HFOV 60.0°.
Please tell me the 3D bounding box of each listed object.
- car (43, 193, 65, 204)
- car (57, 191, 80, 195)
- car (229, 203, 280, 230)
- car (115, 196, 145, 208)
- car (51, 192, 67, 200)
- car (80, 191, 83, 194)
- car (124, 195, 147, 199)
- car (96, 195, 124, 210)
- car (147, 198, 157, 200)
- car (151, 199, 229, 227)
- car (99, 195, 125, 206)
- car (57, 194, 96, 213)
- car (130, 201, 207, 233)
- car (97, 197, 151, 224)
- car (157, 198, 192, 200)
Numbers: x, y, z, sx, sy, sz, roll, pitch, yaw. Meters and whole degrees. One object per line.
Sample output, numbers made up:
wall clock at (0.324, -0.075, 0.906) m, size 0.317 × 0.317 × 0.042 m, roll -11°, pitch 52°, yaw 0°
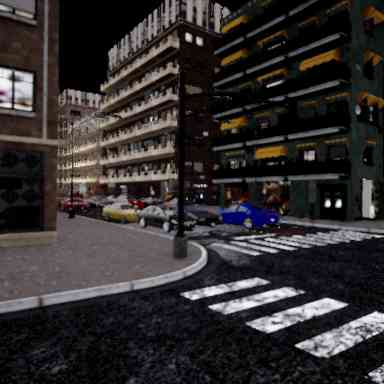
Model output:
car at (-20.438, 0.947, 49.230) m, size 1.882 × 1.535 × 5.008 m, roll 1°, pitch 0°, yaw -36°
car at (-14.594, 0.909, 36.702) m, size 2.192 × 1.841 × 5.009 m, roll 2°, pitch 0°, yaw -36°
car at (3.310, 1.462, 21.413) m, size 1.882 × 1.535 × 5.008 m, roll 0°, pitch 1°, yaw -35°
car at (-7.816, 1.249, 41.620) m, size 2.008 × 1.369 × 4.403 m, roll 2°, pitch 0°, yaw -36°
car at (-27.527, 0.796, 68.589) m, size 2.008 × 1.369 × 4.403 m, roll 2°, pitch 0°, yaw -36°
car at (-20.950, 0.710, 59.600) m, size 2.192 × 1.841 × 5.009 m, roll 2°, pitch 0°, yaw -36°
car at (-7.145, 1.082, 36.126) m, size 2.097 × 1.767 × 4.553 m, roll 1°, pitch 0°, yaw -36°
car at (-9.218, 1.194, 33.715) m, size 2.128 × 1.511 × 4.902 m, roll 1°, pitch 0°, yaw -36°
car at (-4.531, 1.326, 37.125) m, size 2.008 × 1.369 × 4.403 m, roll 2°, pitch 0°, yaw -36°
car at (-0.326, 1.459, 21.540) m, size 2.033 × 1.411 × 5.357 m, roll 1°, pitch 0°, yaw -36°
car at (-11.201, 1.145, 46.252) m, size 1.752 × 1.417 × 4.829 m, roll 2°, pitch 0°, yaw -36°
car at (-11.315, 1.216, 32.206) m, size 1.887 × 1.381 × 4.507 m, roll 2°, pitch 0°, yaw -36°
car at (-1.459, 1.453, 18.722) m, size 2.008 × 1.369 × 4.403 m, roll 2°, pitch 0°, yaw -36°
car at (-4.644, 1.352, 23.079) m, size 1.752 × 1.417 × 4.829 m, roll 2°, pitch 0°, yaw -36°
car at (-1.243, 1.292, 32.631) m, size 1.967 × 1.590 × 4.097 m, roll 2°, pitch 0°, yaw -36°
